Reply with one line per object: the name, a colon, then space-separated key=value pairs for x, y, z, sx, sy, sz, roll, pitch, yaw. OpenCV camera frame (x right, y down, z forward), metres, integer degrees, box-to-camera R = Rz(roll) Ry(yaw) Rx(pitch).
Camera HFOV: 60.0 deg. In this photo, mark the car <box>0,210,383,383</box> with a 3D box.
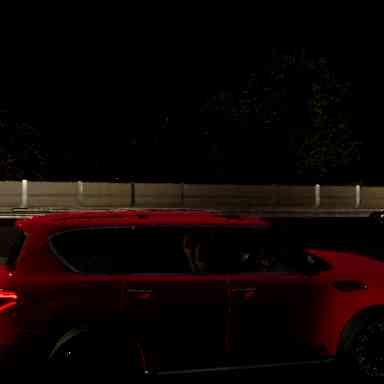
car: x=0.302 y=1.293 z=4.654 sx=5.566 sy=2.045 sz=2.150 roll=0 pitch=-1 yaw=-10
